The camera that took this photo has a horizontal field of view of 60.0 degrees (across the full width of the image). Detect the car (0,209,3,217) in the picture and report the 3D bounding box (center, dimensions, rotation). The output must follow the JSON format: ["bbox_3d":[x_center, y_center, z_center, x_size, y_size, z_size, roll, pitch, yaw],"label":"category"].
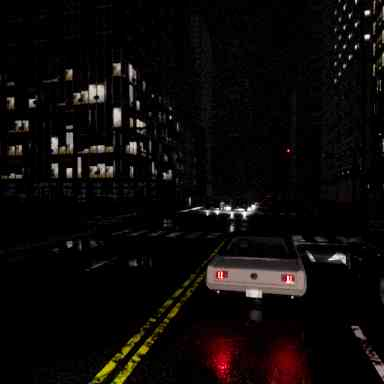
[{"bbox_3d":[-17.346,1.436,26.651,4.313,1.339,1.947,1,1,14],"label":"car"}]

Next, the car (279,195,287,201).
[{"bbox_3d":[21.816,1.364,79.815,1.895,1.301,4.718,0,0,13],"label":"car"}]

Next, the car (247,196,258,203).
[{"bbox_3d":[12.771,1.493,69.733,2.033,1.411,5.357,0,0,13],"label":"car"}]

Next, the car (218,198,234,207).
[{"bbox_3d":[5.415,1.573,53.035,1.895,1.301,4.718,0,0,13],"label":"car"}]

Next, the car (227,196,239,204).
[{"bbox_3d":[7.840,1.466,63.166,1.837,1.490,4.892,0,0,14],"label":"car"}]

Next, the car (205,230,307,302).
[{"bbox_3d":[1.695,1.598,8.336,1.895,1.301,4.718,0,0,14],"label":"car"}]

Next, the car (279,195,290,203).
[{"bbox_3d":[19.429,1.482,69.644,2.033,1.411,5.357,0,0,13],"label":"car"}]

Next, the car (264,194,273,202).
[{"bbox_3d":[16.367,1.538,70.824,1.895,1.301,4.718,0,0,13],"label":"car"}]

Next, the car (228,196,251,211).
[{"bbox_3d":[5.863,1.507,40.726,1.812,1.442,4.674,0,0,13],"label":"car"}]

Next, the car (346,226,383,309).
[{"bbox_3d":[4.825,1.502,7.436,1.837,1.490,4.892,0,0,13],"label":"car"}]

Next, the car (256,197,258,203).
[{"bbox_3d":[10.308,1.565,59.537,1.895,1.301,4.718,0,0,14],"label":"car"}]

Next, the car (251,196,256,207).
[{"bbox_3d":[7.977,1.465,49.729,2.128,1.511,4.902,0,0,13],"label":"car"}]

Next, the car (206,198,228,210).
[{"bbox_3d":[3.093,1.528,43.166,2.033,1.411,5.357,0,0,13],"label":"car"}]

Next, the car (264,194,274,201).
[{"bbox_3d":[18.645,1.295,80.530,2.128,1.511,4.902,0,0,13],"label":"car"}]
